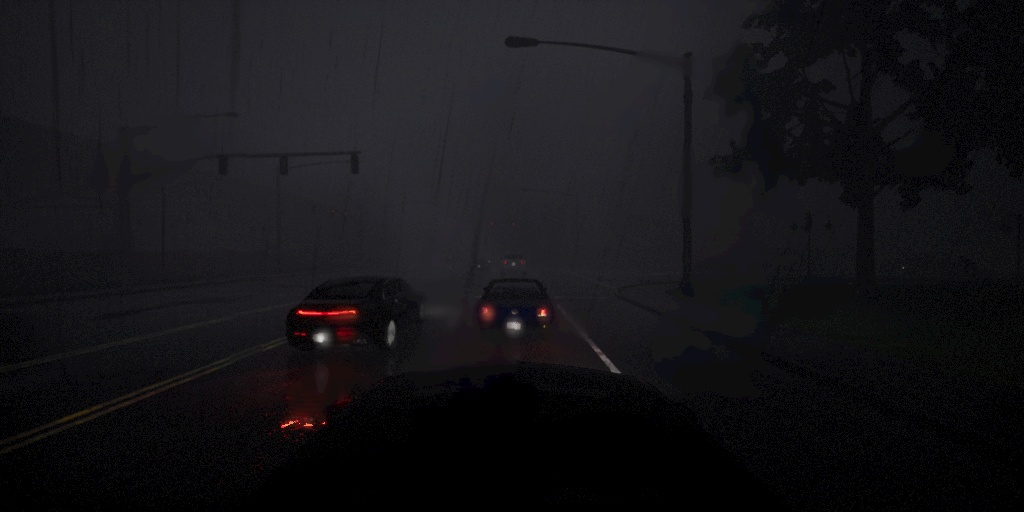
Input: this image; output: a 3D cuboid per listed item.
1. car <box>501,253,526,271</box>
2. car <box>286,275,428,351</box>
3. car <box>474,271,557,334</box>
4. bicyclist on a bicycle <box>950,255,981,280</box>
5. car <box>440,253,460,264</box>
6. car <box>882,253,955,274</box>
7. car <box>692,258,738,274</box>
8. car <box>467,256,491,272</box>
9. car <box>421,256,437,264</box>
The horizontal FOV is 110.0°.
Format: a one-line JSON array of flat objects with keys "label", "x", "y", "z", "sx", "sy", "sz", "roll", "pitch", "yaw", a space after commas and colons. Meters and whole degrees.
[{"label": "car", "x": 0.134, "y": 0.699, "z": 32.935, "sx": 2.150, "sy": 2.045, "sz": 5.566, "roll": 0, "pitch": 1, "yaw": 0}, {"label": "car", "x": -3.410, "y": 1.196, "z": 8.818, "sx": 1.837, "sy": 1.490, "sz": 4.892, "roll": 0, "pitch": 0, "yaw": 0}, {"label": "car", "x": 0.092, "y": 1.280, "z": 10.309, "sx": 1.895, "sy": 1.301, "sz": 4.718, "roll": 0, "pitch": 0, "yaw": 0}, {"label": "bicyclist on a bicycle", "x": 30.993, "y": 0.785, "z": 24.540, "sx": 0.582, "sy": 1.620, "sz": 1.656, "roll": 0, "pitch": 1, "yaw": -1}, {"label": "car", "x": -10.483, "y": 0.694, "z": 60.459, "sx": 1.895, "sy": 1.301, "sz": 4.718, "roll": 0, "pitch": 1, "yaw": 1}, {"label": "car", "x": 39.792, "y": 0.681, "z": 35.155, "sx": 5.566, "sy": 2.045, "sz": 2.150, "roll": 0, "pitch": 0, "yaw": -1}, {"label": "car", "x": 19.174, "y": 0.970, "z": 34.725, "sx": 4.902, "sy": 1.511, "sz": 2.128, "roll": 0, "pitch": 0, "yaw": -1}, {"label": "car", "x": -3.357, "y": 0.988, "z": 38.643, "sx": 1.994, "sy": 1.385, "sz": 4.181, "roll": 0, "pitch": 1, "yaw": 0}, {"label": "car", "x": -13.982, "y": 0.656, "z": 60.700, "sx": 1.994, "sy": 1.385, "sz": 4.181, "roll": 0, "pitch": 1, "yaw": 0}]
